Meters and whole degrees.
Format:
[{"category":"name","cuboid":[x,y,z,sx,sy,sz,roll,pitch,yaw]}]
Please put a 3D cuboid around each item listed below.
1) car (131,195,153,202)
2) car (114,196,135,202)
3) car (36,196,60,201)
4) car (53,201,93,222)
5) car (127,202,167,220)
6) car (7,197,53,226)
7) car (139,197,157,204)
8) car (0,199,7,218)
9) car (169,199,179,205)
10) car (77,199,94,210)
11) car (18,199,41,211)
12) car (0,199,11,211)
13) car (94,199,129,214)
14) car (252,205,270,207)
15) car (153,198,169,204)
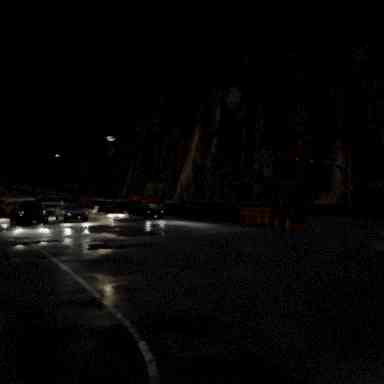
[{"category":"car","cuboid":[-10.119,1.901,65.140,1.837,1.490,4.892,1,0,-35]},{"category":"car","cuboid":[-13.230,1.909,63.483,1.994,1.385,4.181,1,0,-35]},{"category":"car","cuboid":[-15.884,1.447,36.444,2.150,2.045,5.566,1,-1,-35]},{"category":"car","cuboid":[-10.346,1.744,28.495,1.812,1.442,4.674,1,-1,-35]},{"category":"car","cuboid":[-4.577,1.914,32.455,1.895,1.301,4.718,1,-1,-35]},{"category":"car","cuboid":[-12.448,1.521,25.405,2.097,1.767,4.553,1,-1,-35]},{"category":"car","cuboid":[-10.307,1.871,77.691,2.033,1.411,5.357,1,0,-35]},{"category":"car","cuboid":[-17.734,1.655,32.963,1.882,1.535,5.008,1,-1,-35]},{"category":"car","cuboid":[-4.625,2.081,69.497,1.895,1.301,4.718,1,0,-35]},{"category":"car","cuboid":[-15.706,1.763,48.490,1.882,1.535,5.008,1,0,-34]},{"category":"car","cuboid":[-22.640,1.724,46.185,2.033,1.411,5.357,1,0,-35]},{"category":"car","cuboid":[-25.705,1.674,44.473,2.033,1.411,5.357,1,0,-35]},{"category":"car","cuboid":[-9.691,1.885,39.789,1.994,1.385,4.181,1,-1,-35]},{"category":"car","cuboid":[7.032,2.019,34.457,1.994,1.385,4.181,1,-1,-35]},{"category":"car","cuboid":[-7.245,1.921,67.137,1.882,1.535,5.008,1,0,-35]}]
